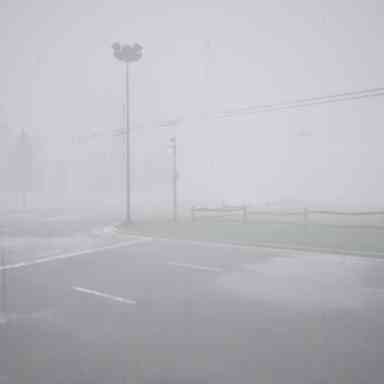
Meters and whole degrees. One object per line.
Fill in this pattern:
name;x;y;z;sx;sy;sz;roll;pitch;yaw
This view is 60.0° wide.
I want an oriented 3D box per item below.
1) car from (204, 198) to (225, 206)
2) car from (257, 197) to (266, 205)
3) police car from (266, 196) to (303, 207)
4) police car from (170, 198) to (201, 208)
car;4.089;1.769;60.625;1.882;1.535;5.008;-1;0;37
car;13.795;1.752;62.011;1.812;1.442;4.674;-1;-1;37
police car;15.468;1.527;54.630;5.238;1.638;1.930;-4;-2;29
police car;-1.004;1.799;54.217;4.974;1.542;2.038;0;0;0
